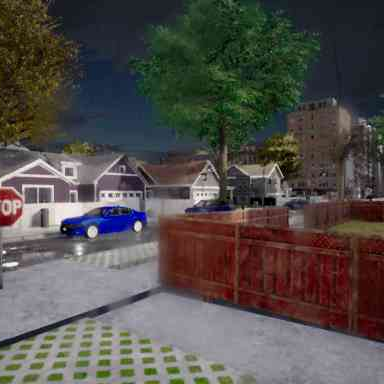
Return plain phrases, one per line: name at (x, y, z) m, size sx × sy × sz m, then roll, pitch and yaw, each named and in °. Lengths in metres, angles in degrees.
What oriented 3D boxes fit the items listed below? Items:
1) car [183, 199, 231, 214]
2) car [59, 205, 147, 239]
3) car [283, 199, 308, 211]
car at (1.217, 1.384, 25.871) m, size 2.097 × 1.767 × 4.553 m, roll 0°, pitch 0°, yaw 36°
car at (-4.581, 1.500, 17.810) m, size 1.882 × 1.535 × 5.008 m, roll 0°, pitch 0°, yaw 36°
car at (13.337, 1.602, 42.608) m, size 2.033 × 1.411 × 5.357 m, roll 0°, pitch 0°, yaw 36°
